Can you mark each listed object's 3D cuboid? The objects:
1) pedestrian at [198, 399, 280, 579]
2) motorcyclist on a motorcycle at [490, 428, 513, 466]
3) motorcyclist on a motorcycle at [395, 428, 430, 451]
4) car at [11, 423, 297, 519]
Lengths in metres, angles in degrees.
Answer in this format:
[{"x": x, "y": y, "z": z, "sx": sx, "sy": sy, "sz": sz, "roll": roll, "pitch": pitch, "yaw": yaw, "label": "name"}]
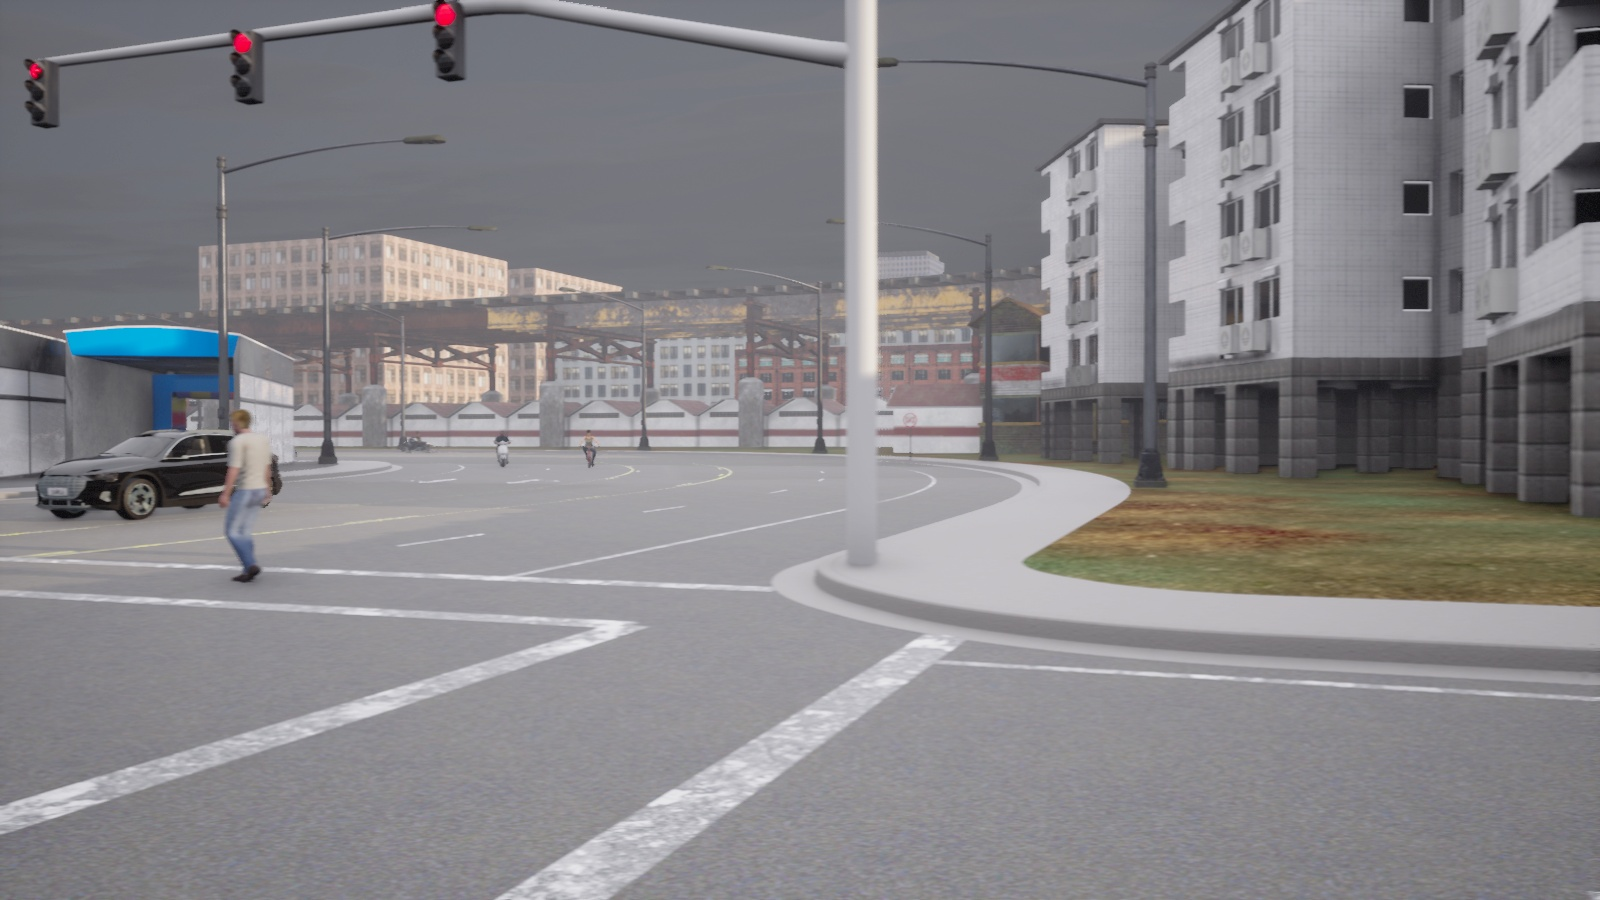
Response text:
[{"x": -5.827, "y": 0.391, "z": 13.050, "sx": 0.706, "sy": 1.836, "sz": 0.354, "roll": 0, "pitch": 1, "yaw": 16, "label": "pedestrian"}, {"x": -13.027, "y": -0.145, "z": 54.723, "sx": 0.866, "sy": 1.590, "sz": 1.817, "roll": -1, "pitch": 1, "yaw": -17, "label": "motorcyclist on a motorcycle"}, {"x": -27.574, "y": -0.756, "z": 89.268, "sx": 2.350, "sy": 1.649, "sz": 0.766, "roll": 0, "pitch": 3, "yaw": 20, "label": "motorcyclist on a motorcycle"}, {"x": -12.296, "y": 0.321, "z": 24.339, "sx": 2.033, "sy": 1.649, "sz": 4.856, "roll": 1, "pitch": 1, "yaw": 20, "label": "car"}]
